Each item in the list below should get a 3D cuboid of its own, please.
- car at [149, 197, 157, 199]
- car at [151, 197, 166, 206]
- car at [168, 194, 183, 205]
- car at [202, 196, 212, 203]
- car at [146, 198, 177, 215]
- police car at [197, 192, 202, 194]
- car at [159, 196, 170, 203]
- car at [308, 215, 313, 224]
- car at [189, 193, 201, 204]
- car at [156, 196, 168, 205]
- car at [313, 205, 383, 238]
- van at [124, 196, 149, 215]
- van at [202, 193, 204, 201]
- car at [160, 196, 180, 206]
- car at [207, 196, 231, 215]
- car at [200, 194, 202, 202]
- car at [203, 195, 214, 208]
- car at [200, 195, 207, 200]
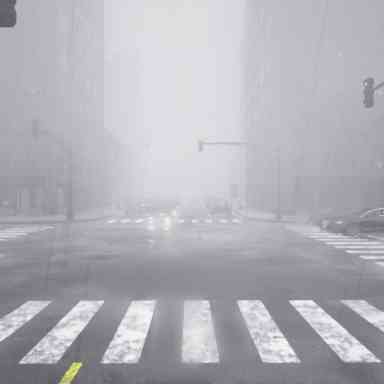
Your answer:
[{"bbox_3d":[-5.670,1.436,39.100,1.967,1.590,4.097,0,0,0],"label":"car"},{"bbox_3d":[-5.586,1.559,56.104,1.947,1.339,4.313,0,0,0],"label":"car"},{"bbox_3d":[-2.826,1.541,54.352,2.033,1.411,5.357,0,0,1],"label":"car"},{"bbox_3d":[2.996,1.540,67.407,2.008,1.369,4.403,0,0,0],"label":"car"},{"bbox_3d":[-2.940,1.597,33.205,1.895,1.301,4.718,0,0,3],"label":"car"},{"bbox_3d":[2.754,1.408,79.498,1.930,1.638,5.238,0,0,0],"label":"police car"},{"bbox_3d":[-5.530,1.555,67.441,1.947,1.339,4.313,0,0,0],"label":"car"},{"bbox_3d":[10.140,1.553,20.760,5.357,1.411,2.033,0,0,2],"label":"car"},{"bbox_3d":[0.311,1.516,63.797,1.812,1.442,4.674,0,0,0],"label":"car"},{"bbox_3d":[-5.559,1.516,61.602,1.752,1.417,4.829,0,0,0],"label":"car"},{"bbox_3d":[9.265,1.500,17.272,4.902,1.511,2.128,0,0,-4],"label":"car"},{"bbox_3d":[-5.698,1.337,33.431,1.690,1.788,3.998,0,0,0],"label":"van"},{"bbox_3d":[2.939,1.334,56.068,1.690,1.788,3.998,0,0,0],"label":"van"},{"bbox_3d":[-2.890,1.596,43.189,1.895,1.301,4.718,0,0,1],"label":"car"},{"bbox_3d":[2.828,1.436,33.391,1.967,1.590,4.097,0,0,0],"label":"car"},{"bbox_3d":[2.968,1.517,61.907,1.752,1.417,4.829,0,0,0],"label":"car"},{"bbox_3d":[2.883,1.435,44.729,1.967,1.590,4.097,0,0,0],"label":"car"},{"bbox_3d":[3.108,1.542,90.084,1.947,1.339,4.313,0,0,0],"label":"car"}]
